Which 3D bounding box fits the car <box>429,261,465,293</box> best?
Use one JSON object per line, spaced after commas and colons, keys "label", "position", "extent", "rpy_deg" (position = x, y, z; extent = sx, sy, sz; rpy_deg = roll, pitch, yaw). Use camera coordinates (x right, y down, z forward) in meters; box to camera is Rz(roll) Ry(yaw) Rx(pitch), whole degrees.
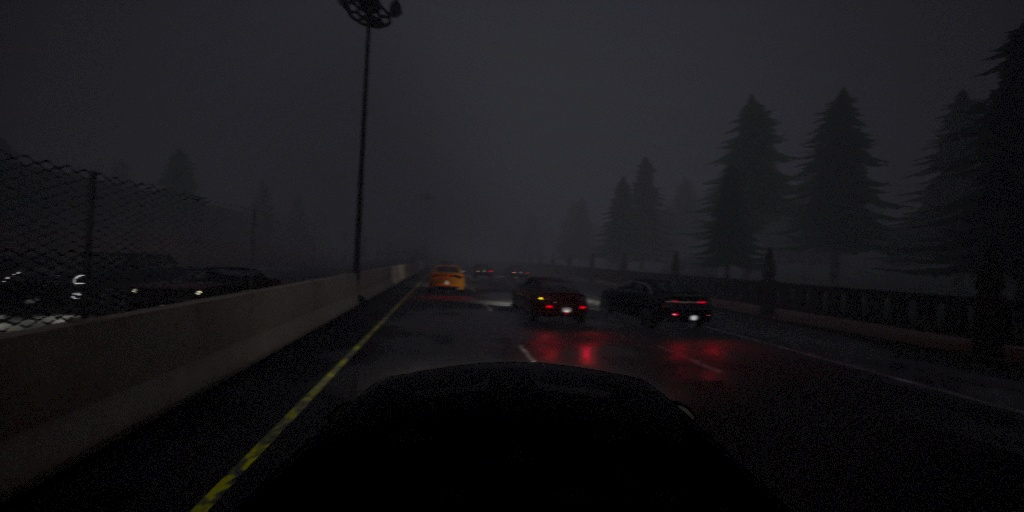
{"label": "car", "position": [-3.794, 1.233, 20.901], "extent": [1.882, 1.535, 5.008], "rpy_deg": [3, 0, -10]}

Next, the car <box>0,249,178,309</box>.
{"label": "car", "position": [-12.925, 0.598, 11.557], "extent": [2.097, 1.767, 4.553], "rpy_deg": [3, -1, -10]}

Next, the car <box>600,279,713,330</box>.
{"label": "car", "position": [4.825, 1.569, 12.760], "extent": [2.128, 1.511, 4.902], "rpy_deg": [3, 0, -10]}

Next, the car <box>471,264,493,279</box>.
{"label": "car", "position": [-3.046, 1.481, 36.016], "extent": [2.033, 1.411, 5.357], "rpy_deg": [3, -1, -10]}

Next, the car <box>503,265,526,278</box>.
{"label": "car", "position": [0.371, 1.646, 36.767], "extent": [2.033, 1.411, 5.357], "rpy_deg": [3, -1, -10]}

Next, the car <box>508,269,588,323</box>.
{"label": "car", "position": [1.227, 1.438, 12.992], "extent": [1.812, 1.442, 4.674], "rpy_deg": [3, 0, -10]}

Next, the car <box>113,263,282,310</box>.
{"label": "car", "position": [-9.358, 1.010, 11.427], "extent": [1.895, 1.301, 4.718], "rpy_deg": [3, -1, -10]}
